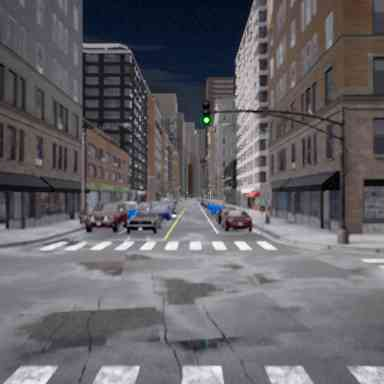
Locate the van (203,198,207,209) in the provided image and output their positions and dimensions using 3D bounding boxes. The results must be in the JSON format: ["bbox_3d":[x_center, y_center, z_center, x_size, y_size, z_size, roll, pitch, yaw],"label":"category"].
[{"bbox_3d":[3.028,2.004,49.928,1.690,1.788,3.998,0,-1,0],"label":"van"}]

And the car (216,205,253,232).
[{"bbox_3d":[2.938,1.840,22.421,1.887,1.381,4.507,0,-1,0],"label":"car"}]

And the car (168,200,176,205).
[{"bbox_3d":[-5.370,2.775,88.459,1.802,1.307,4.206,0,-1,0],"label":"car"}]

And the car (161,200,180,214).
[{"bbox_3d":[-2.944,2.077,42.469,1.837,1.490,4.892,0,-1,0],"label":"car"}]

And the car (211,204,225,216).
[{"bbox_3d":[2.956,1.935,27.922,1.947,1.339,4.313,0,-1,0],"label":"car"}]

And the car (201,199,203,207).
[{"bbox_3d":[3.065,2.392,60.927,1.802,1.307,4.206,0,-1,0],"label":"car"}]

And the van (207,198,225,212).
[{"bbox_3d":[2.991,1.857,38.927,1.690,1.788,3.998,0,-1,0],"label":"van"}]

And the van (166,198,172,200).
[{"bbox_3d":[-5.444,2.236,66.460,1.690,1.788,3.998,0,-1,0],"label":"van"}]

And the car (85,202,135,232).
[{"bbox_3d":[-5.589,1.622,22.453,2.192,1.841,5.009,0,-1,0],"label":"car"}]

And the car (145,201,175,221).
[{"bbox_3d":[-2.979,1.911,32.129,1.882,1.535,5.008,0,-1,0],"label":"car"}]

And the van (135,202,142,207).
[{"bbox_3d":[-5.571,1.722,27.953,1.690,1.788,3.998,0,-1,0],"label":"van"}]

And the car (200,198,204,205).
[{"bbox_3d":[3.101,2.539,71.928,1.802,1.307,4.206,0,-1,0],"label":"car"}]

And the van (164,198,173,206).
[{"bbox_3d":[-5.407,2.385,77.460,1.690,1.788,3.998,0,-1,0],"label":"van"}]

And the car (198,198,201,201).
[{"bbox_3d":[3.118,2.347,77.433,2.192,1.841,5.009,0,-1,0],"label":"car"}]

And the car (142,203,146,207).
[{"bbox_3d":[-5.534,1.968,38.953,1.967,1.590,4.097,0,-1,0],"label":"car"}]

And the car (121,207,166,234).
[{"bbox_3d":[-3.019,1.895,21.704,1.895,1.301,4.718,0,-1,0],"label":"car"}]
